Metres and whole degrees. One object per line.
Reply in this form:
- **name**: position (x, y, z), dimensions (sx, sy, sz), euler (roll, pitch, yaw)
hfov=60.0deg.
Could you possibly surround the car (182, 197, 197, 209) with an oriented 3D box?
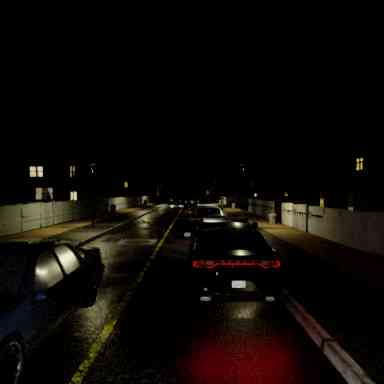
- **car**: position (0.024, 1.409, 45.790), dimensions (2.097, 1.767, 4.553), euler (0, 0, 0)

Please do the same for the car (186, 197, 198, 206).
- **car**: position (-0.005, 1.668, 59.758), dimensions (1.994, 1.385, 4.181), euler (0, 0, 0)

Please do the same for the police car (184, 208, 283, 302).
- **police car**: position (0.824, 1.424, 8.445), dimensions (1.930, 1.638, 5.238), euler (0, 0, 0)

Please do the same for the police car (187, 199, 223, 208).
- **police car**: position (0.823, 1.432, 18.448), dimensions (1.930, 1.638, 5.238), euler (0, 0, 0)

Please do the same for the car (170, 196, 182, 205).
- **car**: position (-2.755, 1.457, 60.005), dimensions (2.097, 1.767, 4.553), euler (0, 0, 0)

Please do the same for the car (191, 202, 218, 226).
- **car**: position (0.823, 1.519, 24.338), dimensions (1.837, 1.490, 4.892), euler (0, 0, 0)

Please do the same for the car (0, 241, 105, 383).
- **car**: position (-2.850, 1.546, 5.227), dimensions (2.033, 1.411, 5.357), euler (0, 0, 0)
